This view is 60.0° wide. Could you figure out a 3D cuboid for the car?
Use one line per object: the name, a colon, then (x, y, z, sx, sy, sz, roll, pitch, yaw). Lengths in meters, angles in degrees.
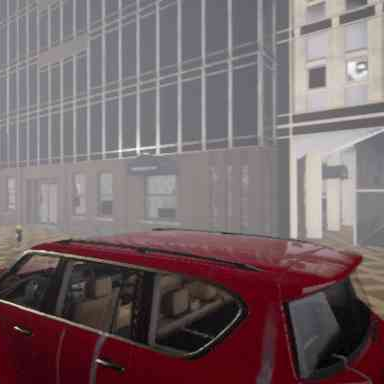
car: (-0.729, 1.315, 3.399, 5.009, 1.841, 2.192, 0, 0, 36)
